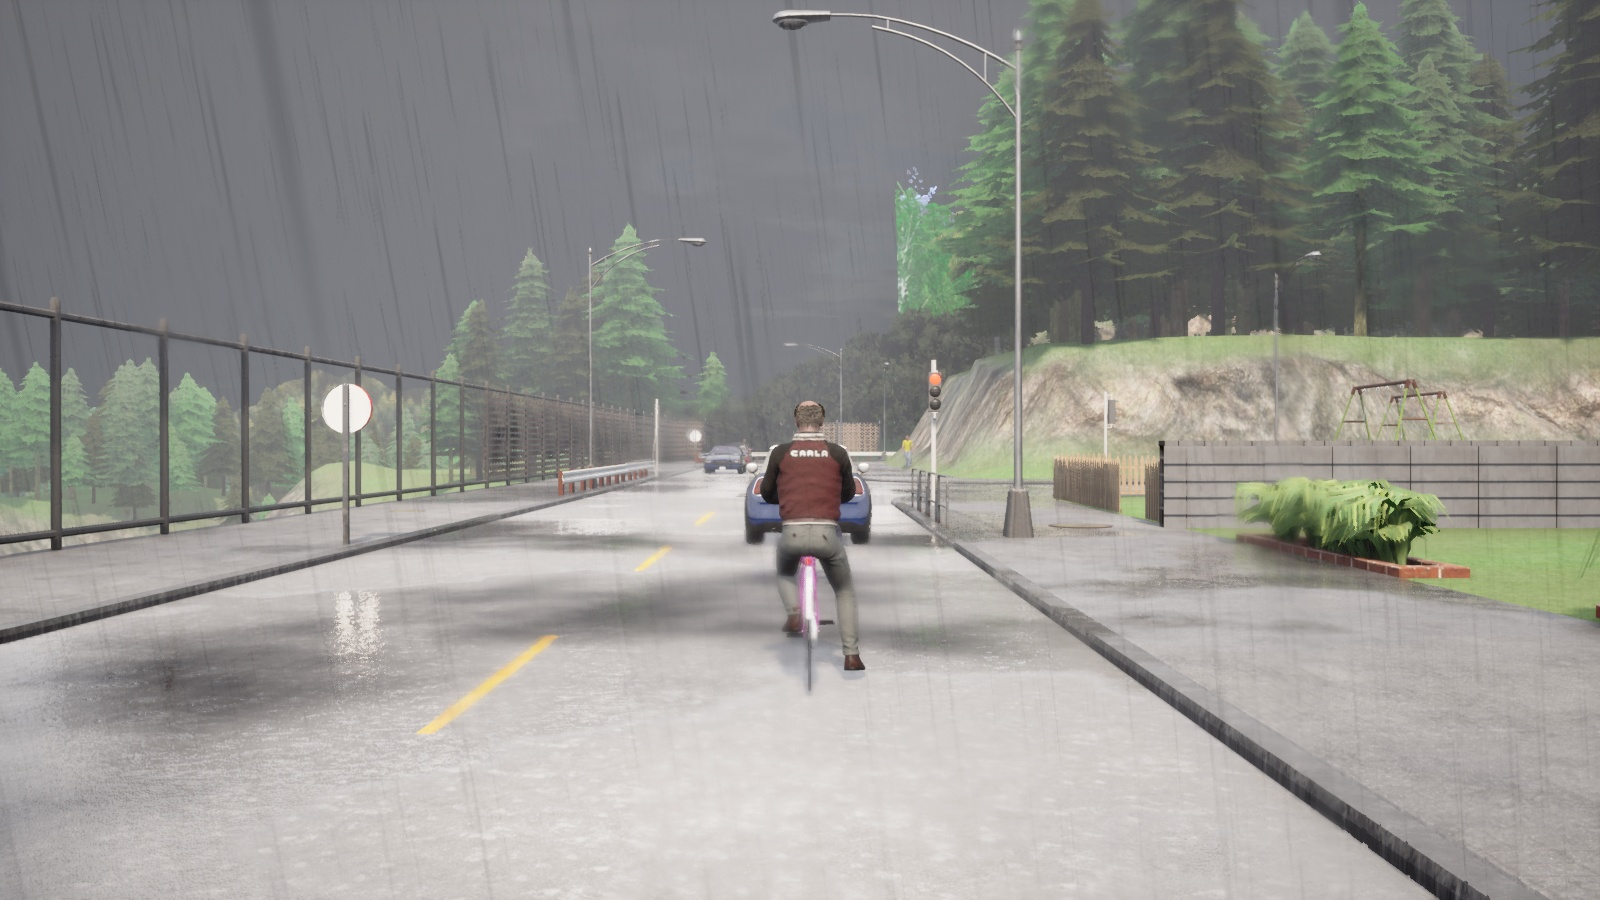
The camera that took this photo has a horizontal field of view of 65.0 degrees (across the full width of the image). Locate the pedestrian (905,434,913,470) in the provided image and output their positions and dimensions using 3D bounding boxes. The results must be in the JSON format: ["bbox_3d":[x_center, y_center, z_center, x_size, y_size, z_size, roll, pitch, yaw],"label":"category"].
[{"bbox_3d":[5.653,0.092,65.395,0.354,1.836,0.706,0,0,0],"label":"pedestrian"}]

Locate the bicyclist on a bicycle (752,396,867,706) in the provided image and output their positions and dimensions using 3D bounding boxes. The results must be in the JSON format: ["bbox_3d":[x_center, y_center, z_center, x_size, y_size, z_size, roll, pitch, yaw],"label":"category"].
[{"bbox_3d":[0.060,0.571,8.119,0.659,1.776,1.843,0,1,0],"label":"bicyclist on a bicycle"}]

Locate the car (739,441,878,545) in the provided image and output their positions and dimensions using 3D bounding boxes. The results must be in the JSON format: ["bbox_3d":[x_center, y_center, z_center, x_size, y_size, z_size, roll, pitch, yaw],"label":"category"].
[{"bbox_3d":[0.125,0.600,19.747,1.970,1.475,3.806,0,0,0],"label":"car"}]

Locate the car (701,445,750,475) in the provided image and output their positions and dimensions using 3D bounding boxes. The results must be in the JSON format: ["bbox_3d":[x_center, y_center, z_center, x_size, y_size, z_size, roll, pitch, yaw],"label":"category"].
[{"bbox_3d":[-3.619,0.444,61.578,2.033,1.411,5.357,0,0,0],"label":"car"}]

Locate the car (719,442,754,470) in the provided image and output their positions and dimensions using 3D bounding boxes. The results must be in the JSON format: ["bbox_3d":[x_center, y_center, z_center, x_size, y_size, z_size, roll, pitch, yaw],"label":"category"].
[{"bbox_3d":[-3.592,0.321,71.359,1.789,1.549,3.705,0,0,0],"label":"car"}]
